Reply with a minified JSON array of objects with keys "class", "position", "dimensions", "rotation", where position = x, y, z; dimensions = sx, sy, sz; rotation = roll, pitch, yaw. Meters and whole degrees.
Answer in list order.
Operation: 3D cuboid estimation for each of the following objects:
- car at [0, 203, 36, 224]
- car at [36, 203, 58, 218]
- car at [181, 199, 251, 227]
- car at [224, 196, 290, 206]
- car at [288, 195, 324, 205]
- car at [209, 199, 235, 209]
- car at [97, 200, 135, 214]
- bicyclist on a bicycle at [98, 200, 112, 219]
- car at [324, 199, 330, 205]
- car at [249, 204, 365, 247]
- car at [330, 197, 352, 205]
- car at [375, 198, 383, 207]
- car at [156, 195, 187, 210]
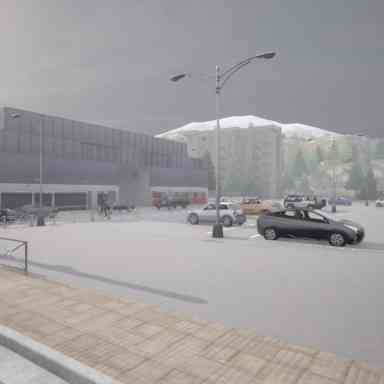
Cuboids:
[{"class":"car","position":[-14.478,1.668,24.202],"dimensions":[2.128,1.511,4.902],"rotation":[0,0,35]},{"class":"car","position":[-14.527,1.740,30.514],"dimensions":[1.994,1.385,4.181],"rotation":[0,0,35]},{"class":"car","position":[1.549,1.424,21.904],"dimensions":[3.806,1.475,1.970],"rotation":[0,0,35]},{"class":"car","position":[5.005,1.345,27.321],"dimensions":[5.027,1.636,2.152],"rotation":[0,0,35]},{"class":"car","position":[12.420,1.268,37.747],"dimensions":[3.866,1.878,1.905],"rotation":[0,0,35]},{"class":"car","position":[4.739,1.777,51.221],"dimensions":[1.895,1.301,4.718],"rotation":[0,0,35]},{"class":"car","position":[-8.765,1.668,38.608],"dimensions":[2.128,1.511,4.902],"rotation":[0,0,35]},{"class":"bicyclist on a bicycle","position":[-7.282,1.477,27.788],"dimensions":[1.656,1.620,0.582],"rotation":[0,0,35]},{"class":"car","position":[13.769,1.289,40.354],"dimensions":[4.605,1.855,1.932],"rotation":[0,0,35]},{"class":"car","position":[5.170,1.490,14.834],"dimensions":[4.514,1.523,2.007],"rotation":[0,0,35]},{"class":"car","position":[24.652,1.565,55.418],"dimensions":[3.633,1.501,1.845],"rotation":[0,0,35]},{"class":"car","position":[28.972,1.576,48.688],"dimensions":[3.806,1.475,1.970],"rotation":[0,0,35]},{"class":"car","position":[-2.730,1.398,47.056],"dimensions":[2.150,2.045,5.566],"rotation":[0,0,36]}]
